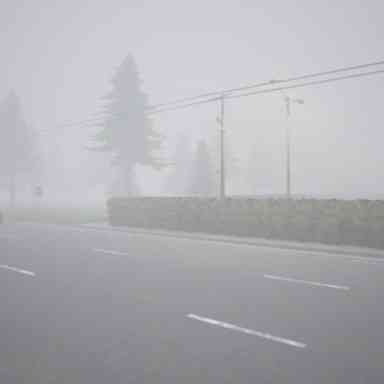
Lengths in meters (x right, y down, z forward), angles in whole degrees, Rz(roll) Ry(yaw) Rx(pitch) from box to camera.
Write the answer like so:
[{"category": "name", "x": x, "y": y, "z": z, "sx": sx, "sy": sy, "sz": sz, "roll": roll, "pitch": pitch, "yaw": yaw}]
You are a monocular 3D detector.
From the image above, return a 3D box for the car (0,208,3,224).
[{"category": "car", "x": -15.371, "y": 1.355, "z": 23.551, "sx": 4.553, "sy": 1.767, "sz": 2.097, "roll": 0, "pitch": 0, "yaw": 35}]
